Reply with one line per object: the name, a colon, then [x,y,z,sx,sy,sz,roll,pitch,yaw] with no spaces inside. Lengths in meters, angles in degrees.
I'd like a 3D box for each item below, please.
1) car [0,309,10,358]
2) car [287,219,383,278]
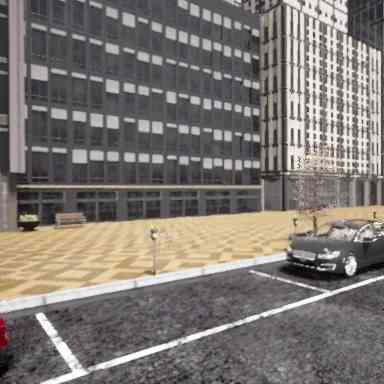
car: [-4.329,1.449,3.473,4.097,1.590,1.967,0,0,-36]
car: [4.654,1.513,9.898,4.403,1.369,2.008,0,0,-36]
